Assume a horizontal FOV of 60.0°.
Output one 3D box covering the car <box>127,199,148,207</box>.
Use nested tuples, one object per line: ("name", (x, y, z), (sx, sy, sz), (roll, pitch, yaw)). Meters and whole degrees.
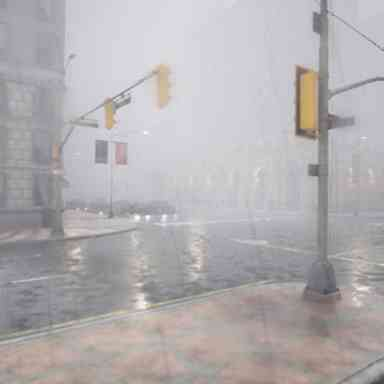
("car", (-9.882, 1.914, 59.745), (1.895, 1.301, 4.718), (1, 0, -35))

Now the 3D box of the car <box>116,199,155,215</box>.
("car", (-6.225, 1.751, 36.150), (1.994, 1.385, 4.181), (1, 0, -36))

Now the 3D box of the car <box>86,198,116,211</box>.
("car", (-12.168, 1.787, 44.442), (1.895, 1.301, 4.718), (1, 0, -35))

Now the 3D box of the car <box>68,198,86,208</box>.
("car", (-18.176, 1.734, 52.986), (2.033, 1.411, 5.357), (1, 0, -35))

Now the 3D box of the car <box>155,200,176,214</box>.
("car", (-3.664, 1.733, 38.583), (1.837, 1.490, 4.892), (1, 0, -36))

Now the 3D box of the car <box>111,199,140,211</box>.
("car", (-9.351, 1.775, 46.528), (2.033, 1.411, 5.357), (1, 0, -35))
